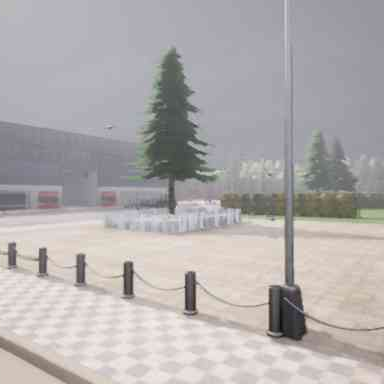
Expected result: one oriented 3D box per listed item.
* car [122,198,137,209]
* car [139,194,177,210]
[{"bbox_3d":[-7.893,1.660,48.151,1.837,1.490,4.892,0,0,36],"label":"car"},{"bbox_3d":[-4.404,1.359,47.014,2.150,2.045,5.566,0,0,36],"label":"car"}]
